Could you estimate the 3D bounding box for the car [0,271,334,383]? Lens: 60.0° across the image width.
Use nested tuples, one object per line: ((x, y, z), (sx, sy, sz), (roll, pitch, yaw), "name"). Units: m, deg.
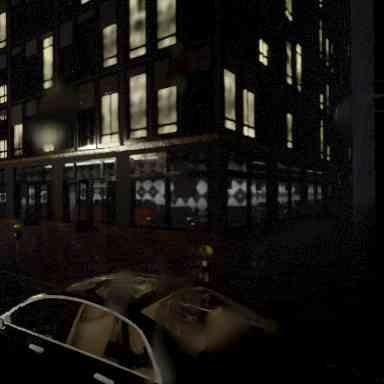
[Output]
((-0.872, 1.545, 3.507), (4.403, 1.369, 2.008), (0, -1, 36), "car")
